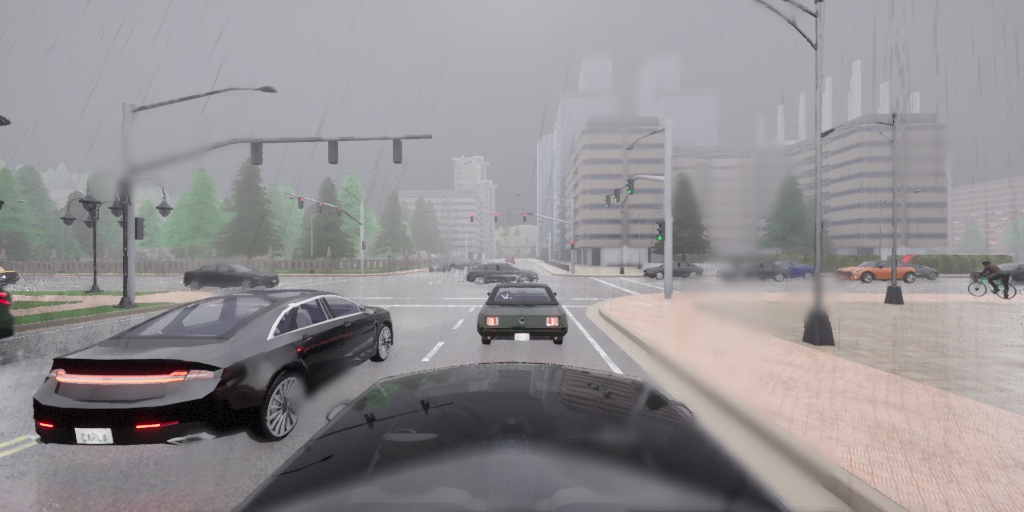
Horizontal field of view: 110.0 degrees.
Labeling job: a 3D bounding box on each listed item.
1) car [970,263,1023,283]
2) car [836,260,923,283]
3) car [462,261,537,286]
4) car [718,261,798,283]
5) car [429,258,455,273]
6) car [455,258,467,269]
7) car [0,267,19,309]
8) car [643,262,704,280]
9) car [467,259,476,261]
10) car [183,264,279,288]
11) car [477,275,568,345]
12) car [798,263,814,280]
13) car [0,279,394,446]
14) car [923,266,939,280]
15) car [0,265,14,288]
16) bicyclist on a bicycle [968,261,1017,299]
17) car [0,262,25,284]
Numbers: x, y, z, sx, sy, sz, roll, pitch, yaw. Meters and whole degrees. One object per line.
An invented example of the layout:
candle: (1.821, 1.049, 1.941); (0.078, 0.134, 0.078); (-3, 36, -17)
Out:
car: (37.522, 1.228, 26.792); (5.008, 1.535, 1.882); (0, 0, 2)
car: (27.407, 1.102, 27.135); (4.553, 1.767, 2.097); (0, 0, 2)
car: (-0.672, 1.255, 24.352); (4.892, 1.490, 1.837); (0, 0, 2)
car: (18.474, 1.255, 27.430); (4.892, 1.490, 1.837); (0, 0, 2)
car: (-8.879, 1.241, 44.311); (2.128, 1.511, 4.902); (0, 0, 2)
car: (-8.546, 1.102, 54.039); (2.097, 1.767, 4.553); (0, 0, 2)
car: (-10.461, 0.971, 4.313); (2.150, 2.045, 5.566); (0, 0, 3)
car: (13.952, 1.255, 31.079); (4.892, 1.490, 1.837); (0, 0, 2)
car: (-8.175, 1.255, 64.176); (1.837, 1.490, 4.892); (0, 0, 2)
car: (-16.616, 1.228, 21.374); (5.008, 1.535, 1.882); (0, 0, 2)
car: (0.260, 1.351, 9.480); (1.895, 1.301, 4.718); (0, 0, 1)
car: (23.300, 1.228, 30.773); (5.008, 1.535, 1.882); (0, 0, 2)
car: (-3.331, 1.242, 5.327); (2.128, 1.511, 4.902); (0, 0, 1)
car: (33.255, 1.314, 30.445); (4.181, 1.385, 1.994); (0, 0, 1)
car: (-34.009, 1.276, 21.971); (4.674, 1.442, 1.812); (0, 0, 2)
bicyclist on a bicycle: (21.176, 1.051, 15.851); (0.582, 1.620, 1.656); (0, 0, 2)
car: (-38.502, 1.227, 25.650); (5.008, 1.535, 1.882); (0, 0, 2)
